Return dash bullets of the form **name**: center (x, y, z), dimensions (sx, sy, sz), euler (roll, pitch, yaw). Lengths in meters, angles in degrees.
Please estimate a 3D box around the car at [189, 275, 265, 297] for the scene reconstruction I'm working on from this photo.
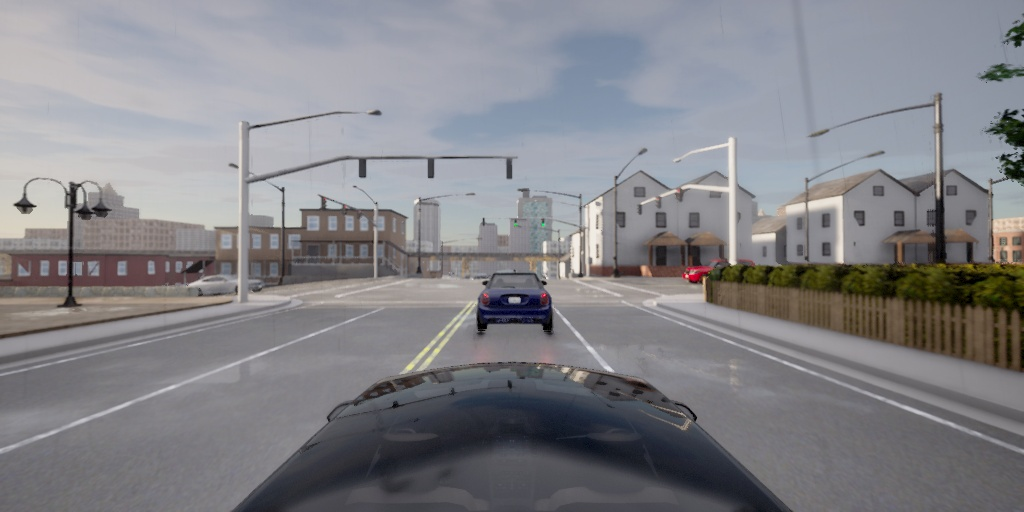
- **car**: center (-20.034, 2.047, 25.172), dimensions (4.674, 1.442, 1.812), euler (-4, -1, -1)

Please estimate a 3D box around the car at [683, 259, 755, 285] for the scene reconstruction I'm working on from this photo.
- **car**: center (17.086, 1.300, 29.431), dimensions (5.566, 2.045, 2.150), euler (0, -1, -1)

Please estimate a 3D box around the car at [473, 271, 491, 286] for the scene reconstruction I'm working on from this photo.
- **car**: center (-3.661, 2.822, 44.708), dimensions (1.812, 1.442, 4.674), euler (0, -9, 0)

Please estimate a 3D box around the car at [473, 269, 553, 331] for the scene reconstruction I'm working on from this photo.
- **car**: center (0.085, 1.219, 11.633), dimensions (2.097, 1.767, 4.553), euler (0, -1, 0)
